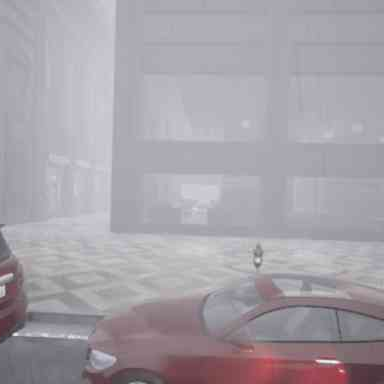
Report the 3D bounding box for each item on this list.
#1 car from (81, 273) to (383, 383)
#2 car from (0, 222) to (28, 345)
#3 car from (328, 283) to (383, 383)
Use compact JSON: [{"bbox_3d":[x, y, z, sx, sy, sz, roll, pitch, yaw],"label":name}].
[{"bbox_3d":[0.965,1.613,3.667,4.206,1.307,1.802,2,0,3],"label":"car"},{"bbox_3d":[-4.625,1.193,3.990,5.009,1.841,2.192,2,0,3],"label":"car"},{"bbox_3d":[3.567,1.582,1.651,5.008,1.535,1.882,2,0,3],"label":"car"}]
